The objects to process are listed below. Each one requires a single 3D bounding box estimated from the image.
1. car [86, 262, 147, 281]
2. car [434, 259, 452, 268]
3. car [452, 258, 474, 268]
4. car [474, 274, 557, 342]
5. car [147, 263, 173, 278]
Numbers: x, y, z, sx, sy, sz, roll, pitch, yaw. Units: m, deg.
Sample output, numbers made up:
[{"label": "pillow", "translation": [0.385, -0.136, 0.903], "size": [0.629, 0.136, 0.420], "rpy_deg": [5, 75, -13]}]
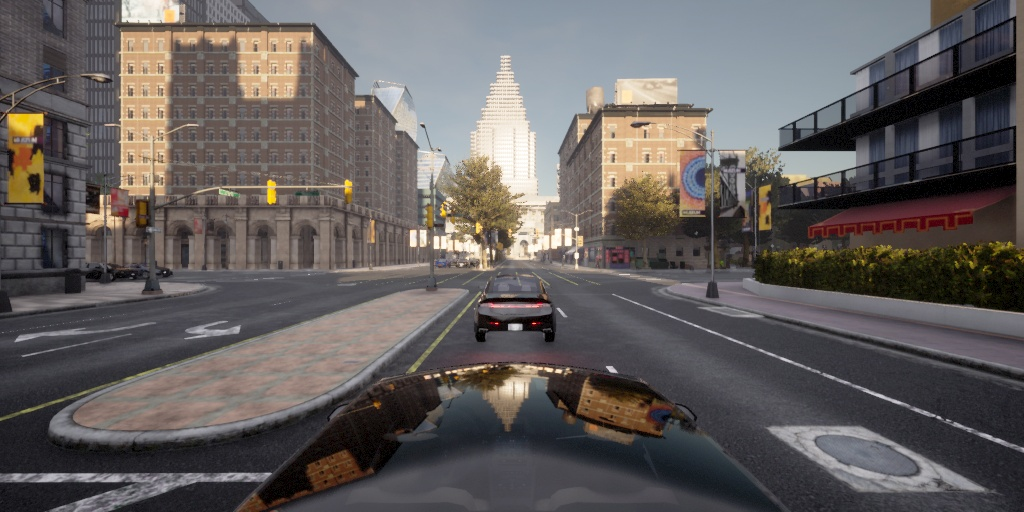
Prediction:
[{"label": "car", "translation": [-33.348, 1.228, 29.178], "size": [5.008, 1.535, 1.882], "rpy_deg": [0, 0, 0]}, {"label": "car", "translation": [-11.554, 1.227, 59.987], "size": [1.882, 1.535, 5.008], "rpy_deg": [0, 0, 0]}, {"label": "car", "translation": [-8.058, 1.241, 59.573], "size": [2.128, 1.511, 4.902], "rpy_deg": [0, 0, 0]}, {"label": "car", "translation": [0.079, 1.242, 9.756], "size": [2.128, 1.511, 4.902], "rpy_deg": [0, 0, 0]}, {"label": "car", "translation": [-33.636, 1.314, 32.670], "size": [4.181, 1.385, 1.994], "rpy_deg": [0, 0, -1]}]
